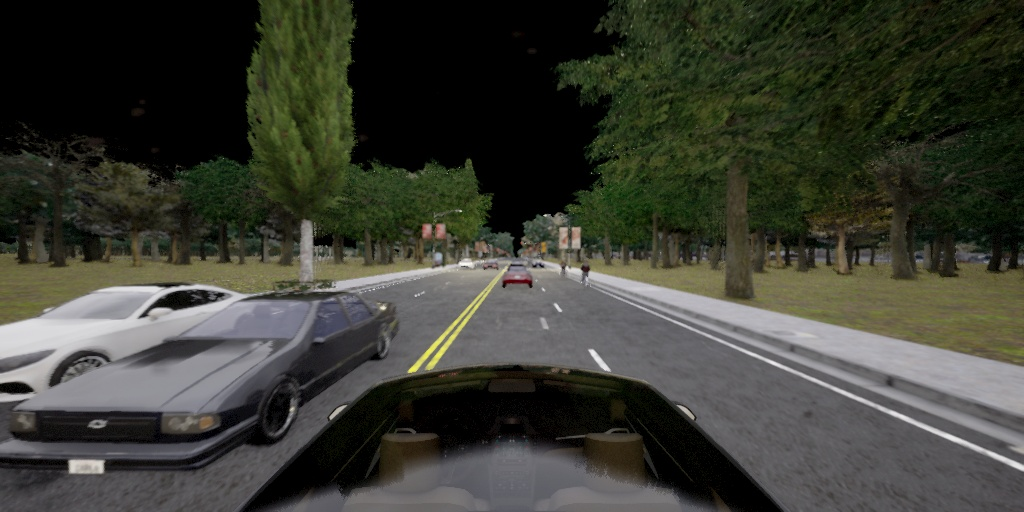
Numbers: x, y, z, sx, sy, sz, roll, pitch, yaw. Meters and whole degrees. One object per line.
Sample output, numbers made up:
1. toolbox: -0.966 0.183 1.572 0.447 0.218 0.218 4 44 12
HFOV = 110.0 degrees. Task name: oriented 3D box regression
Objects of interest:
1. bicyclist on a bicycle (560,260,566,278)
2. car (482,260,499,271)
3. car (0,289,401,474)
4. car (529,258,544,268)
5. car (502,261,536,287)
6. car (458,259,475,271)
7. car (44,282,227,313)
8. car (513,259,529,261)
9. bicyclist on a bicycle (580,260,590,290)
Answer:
1. bicyclist on a bicycle: 4.500 1.168 31.491 0.582 1.620 1.656 0 0 1
2. car: -2.771 1.207 47.569 1.994 1.385 4.181 0 0 1
3. car: -3.325 1.271 5.490 2.033 1.411 5.357 0 0 1
4. car: 4.028 1.265 56.863 1.895 1.301 4.718 0 0 1
5. car: 0.366 1.270 24.385 1.994 1.385 4.181 0 0 1
6. car: -6.021 1.150 47.642 1.812 1.442 4.674 0 0 1
7. car: -6.565 1.229 6.351 1.812 1.442 4.674 0 0 1
8. car: 0.591 1.219 42.115 2.033 1.411 5.357 0 0 1
9. bicyclist on a bicycle: 4.374 1.105 21.519 0.659 1.776 1.843 0 0 1
